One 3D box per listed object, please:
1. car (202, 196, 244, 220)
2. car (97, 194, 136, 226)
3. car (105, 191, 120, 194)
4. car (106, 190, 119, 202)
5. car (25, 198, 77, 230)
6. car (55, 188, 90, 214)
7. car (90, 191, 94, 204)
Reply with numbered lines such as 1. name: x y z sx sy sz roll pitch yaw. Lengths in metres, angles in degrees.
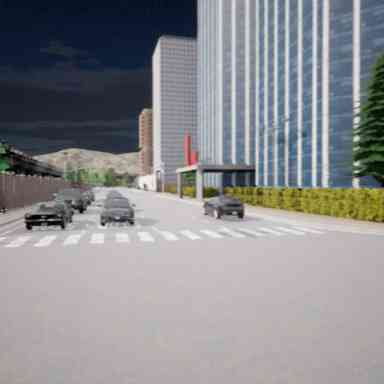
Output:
1. car: 2.081 1.025 23.203 1.837 1.490 4.892 0 1 -14
2. car: -4.553 1.106 20.085 1.837 1.490 4.892 0 1 -14
3. car: -6.785 0.933 29.038 1.837 1.490 4.892 0 1 -14
4. car: -11.574 0.558 48.444 1.837 1.490 4.892 0 1 -13
5. car: -7.814 1.241 18.559 1.895 1.301 4.718 0 1 -13
6. car: -10.147 0.679 28.022 2.150 2.045 5.566 0 1 -13
7. car: -12.538 0.833 37.762 1.994 1.385 4.181 0 1 -13
